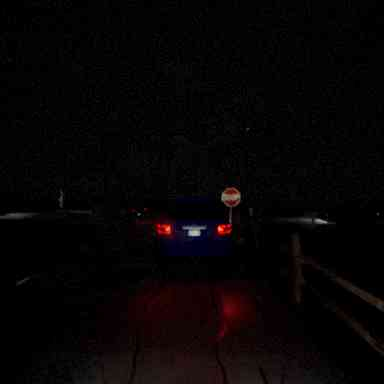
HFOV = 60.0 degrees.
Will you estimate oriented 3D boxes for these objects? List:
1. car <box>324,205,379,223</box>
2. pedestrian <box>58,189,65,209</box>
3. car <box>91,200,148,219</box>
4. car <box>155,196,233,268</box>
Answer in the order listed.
[{"bbox_3d":[13.401,1.812,28.028,4.181,1.385,1.994,2,3,0],"label":"car"},{"bbox_3d":[-12.207,0.623,31.022,0.375,1.860,0.375,0,1,0],"label":"pedestrian"},{"bbox_3d":[-5.885,1.302,26.454,4.718,1.301,1.895,3,3,34],"label":"car"},{"bbox_3d":[0.034,1.152,11.121,2.150,2.045,5.566,0,0,-1],"label":"car"}]
